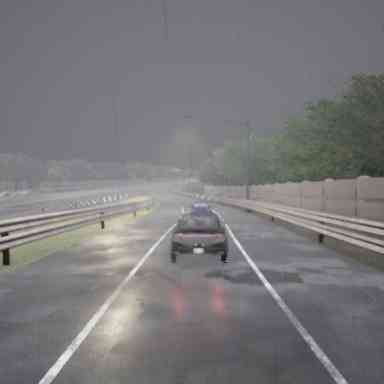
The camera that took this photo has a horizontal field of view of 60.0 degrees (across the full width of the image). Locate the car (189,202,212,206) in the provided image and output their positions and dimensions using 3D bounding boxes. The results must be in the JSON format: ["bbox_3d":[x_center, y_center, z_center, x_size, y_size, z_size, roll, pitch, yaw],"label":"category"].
[{"bbox_3d":[0.725,1.523,27.939,1.812,1.442,4.674,0,0,1],"label":"car"}]

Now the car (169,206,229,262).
[{"bbox_3d":[0.271,1.492,12.085,2.128,1.511,4.902,0,0,2],"label":"car"}]
